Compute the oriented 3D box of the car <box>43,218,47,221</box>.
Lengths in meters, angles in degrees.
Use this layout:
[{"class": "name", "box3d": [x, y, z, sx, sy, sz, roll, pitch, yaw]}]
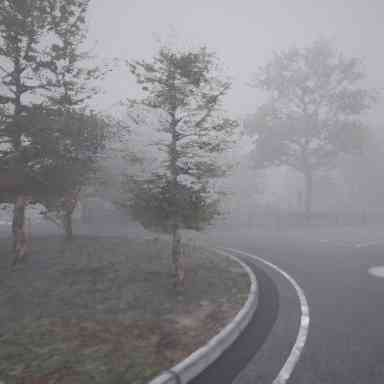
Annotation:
[{"class": "car", "box3d": [-14.562, 2.355, 35.832, 1.994, 1.385, 4.181, -1, 0, -10]}]
